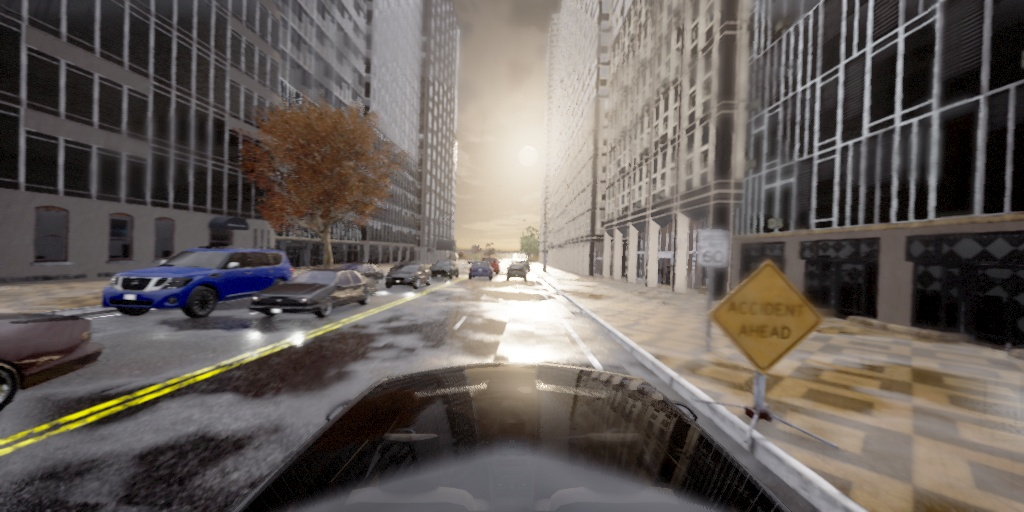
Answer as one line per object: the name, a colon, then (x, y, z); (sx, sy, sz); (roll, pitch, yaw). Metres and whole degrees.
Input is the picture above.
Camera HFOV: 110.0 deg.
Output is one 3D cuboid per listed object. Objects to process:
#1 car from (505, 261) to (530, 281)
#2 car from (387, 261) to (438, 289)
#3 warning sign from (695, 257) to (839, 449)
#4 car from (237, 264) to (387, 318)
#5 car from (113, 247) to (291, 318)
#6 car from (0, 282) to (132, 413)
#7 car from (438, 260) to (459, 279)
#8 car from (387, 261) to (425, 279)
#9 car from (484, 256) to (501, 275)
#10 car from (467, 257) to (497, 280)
car: (0.456, 1.496, 33.477); (1.837, 1.490, 4.892); (2, 0, 1)
car: (-6.340, 1.192, 22.508); (1.837, 1.490, 4.892); (2, 0, 1)
warning sign: (2.817, 0.975, 4.117); (1.300, 1.860, 1.060); (0, 0, 1)
car: (-6.490, 1.158, 12.609); (2.033, 1.411, 5.357); (2, 0, 1)
car: (-9.736, 0.719, 11.956); (2.150, 2.045, 5.566); (2, 0, 1)
car: (-6.633, 1.081, 2.539); (2.033, 1.411, 5.357); (2, 0, 1)
car: (-6.150, 1.118, 32.788); (2.097, 1.767, 4.553); (2, 0, 1)
car: (-9.416, 1.217, 32.246); (1.994, 1.385, 4.181); (2, 0, 1)
car: (-2.664, 1.187, 44.559); (2.150, 2.045, 5.566); (2, 0, 1)
car: (-2.787, 1.234, 33.473); (2.097, 1.767, 4.553); (2, 0, 0)
